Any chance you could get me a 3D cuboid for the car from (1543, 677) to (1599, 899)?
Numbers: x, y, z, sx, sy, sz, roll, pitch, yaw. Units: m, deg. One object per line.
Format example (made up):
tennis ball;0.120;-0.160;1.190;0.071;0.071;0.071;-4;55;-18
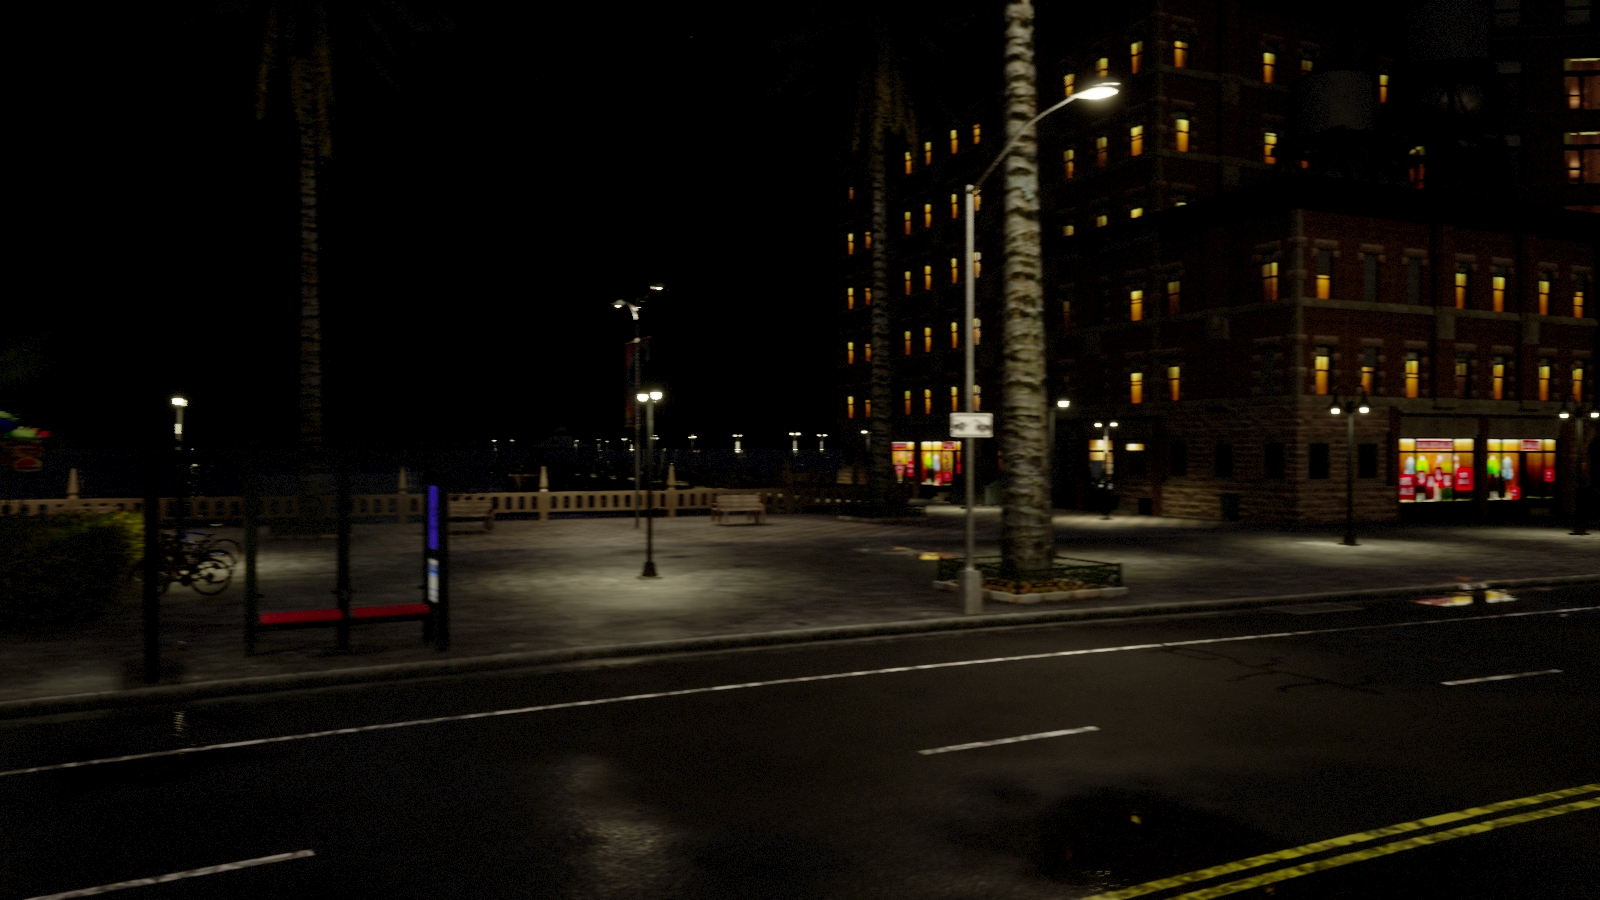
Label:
car;5.846;2.118;6.790;2.207;1.376;1.481;0;0;-27
